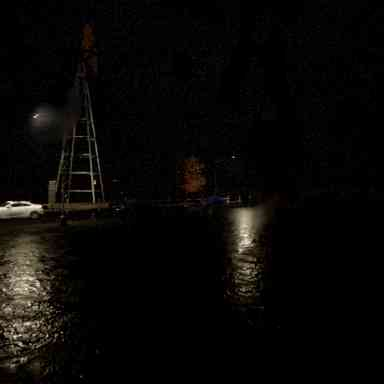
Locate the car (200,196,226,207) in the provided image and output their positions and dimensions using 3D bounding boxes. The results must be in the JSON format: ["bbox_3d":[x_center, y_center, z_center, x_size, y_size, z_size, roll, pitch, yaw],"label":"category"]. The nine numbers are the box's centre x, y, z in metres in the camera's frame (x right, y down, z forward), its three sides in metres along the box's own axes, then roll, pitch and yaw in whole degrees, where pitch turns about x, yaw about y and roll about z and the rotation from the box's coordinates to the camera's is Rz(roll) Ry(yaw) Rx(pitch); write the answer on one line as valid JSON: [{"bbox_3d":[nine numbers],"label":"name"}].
[{"bbox_3d":[3.115,1.350,47.935,1.812,1.442,4.674,1,1,39],"label":"car"}]

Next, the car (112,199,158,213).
[{"bbox_3d":[-6.026,1.420,36.195,2.033,1.411,5.357,1,1,37],"label":"car"}]

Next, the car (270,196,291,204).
[{"bbox_3d":[15.880,1.358,59.368,2.033,1.411,5.357,1,1,40],"label":"car"}]

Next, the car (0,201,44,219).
[{"bbox_3d":[-13.963,1.442,25.823,1.812,1.442,4.674,1,1,39],"label":"car"}]
